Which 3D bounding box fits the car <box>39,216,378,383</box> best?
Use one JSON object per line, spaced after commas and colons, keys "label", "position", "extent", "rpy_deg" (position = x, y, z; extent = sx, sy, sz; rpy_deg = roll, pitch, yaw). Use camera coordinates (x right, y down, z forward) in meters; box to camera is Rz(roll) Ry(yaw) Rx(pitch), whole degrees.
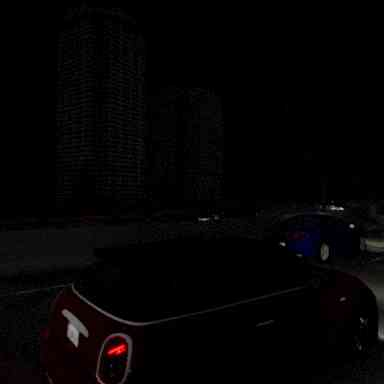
{"label": "car", "position": [0.557, 1.384, 4.444], "extent": [4.553, 1.767, 2.097], "rpy_deg": [1, -1, -37]}

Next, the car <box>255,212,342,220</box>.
{"label": "car", "position": [4.788, 1.582, 12.535], "extent": [5.008, 1.535, 1.882], "rpy_deg": [1, 0, -42]}

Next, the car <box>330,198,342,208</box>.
{"label": "car", "position": [26.310, 2.048, 58.198], "extent": [2.033, 1.411, 5.357], "rpy_deg": [0, 0, 34]}

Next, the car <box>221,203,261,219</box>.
{"label": "car", "position": [4.987, 1.845, 33.500], "extent": [1.895, 1.301, 4.718], "rpy_deg": [0, 0, 38]}

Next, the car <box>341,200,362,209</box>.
{"label": "car", "position": [22.782, 1.936, 46.794], "extent": [1.812, 1.442, 4.674], "rpy_deg": [0, 0, 34]}

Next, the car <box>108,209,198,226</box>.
{"label": "car", "position": [-1.785, 1.592, 16.299], "extent": [4.902, 1.511, 2.128], "rpy_deg": [1, 0, -42]}

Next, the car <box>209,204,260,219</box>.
{"label": "car", "position": [3.354, 1.680, 26.197], "extent": [2.128, 1.511, 4.902], "rpy_deg": [0, 0, 42]}

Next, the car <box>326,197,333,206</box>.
{"label": "car", "position": [27.959, 1.921, 66.886], "extent": [2.097, 1.767, 4.553], "rpy_deg": [0, 0, 34]}
